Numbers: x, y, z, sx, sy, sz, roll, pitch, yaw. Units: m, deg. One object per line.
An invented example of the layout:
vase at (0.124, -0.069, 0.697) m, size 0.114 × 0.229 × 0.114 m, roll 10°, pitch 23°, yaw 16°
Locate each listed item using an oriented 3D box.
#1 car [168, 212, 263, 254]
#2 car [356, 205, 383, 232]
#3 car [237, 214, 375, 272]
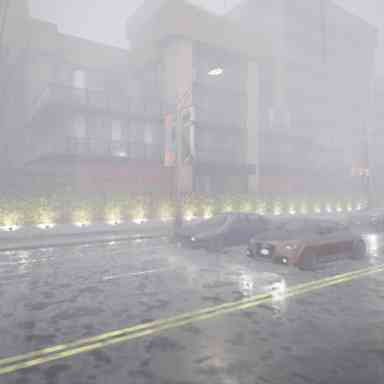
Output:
car at (1.719, 1.547, 13.671) m, size 5.357 × 1.411 × 2.033 m, roll 0°, pitch 0°, yaw -35°
car at (11.409, 1.524, 20.305) m, size 4.674 × 1.442 × 1.812 m, roll 0°, pitch 0°, yaw -34°
car at (3.771, 1.564, 10.826) m, size 4.181 × 1.385 × 1.994 m, roll 0°, pitch 0°, yaw -34°
